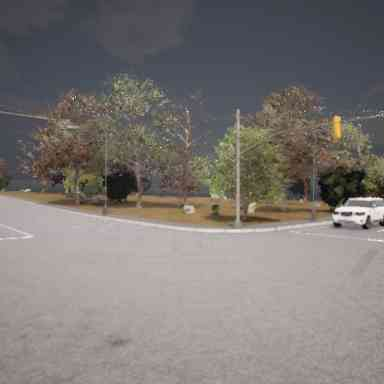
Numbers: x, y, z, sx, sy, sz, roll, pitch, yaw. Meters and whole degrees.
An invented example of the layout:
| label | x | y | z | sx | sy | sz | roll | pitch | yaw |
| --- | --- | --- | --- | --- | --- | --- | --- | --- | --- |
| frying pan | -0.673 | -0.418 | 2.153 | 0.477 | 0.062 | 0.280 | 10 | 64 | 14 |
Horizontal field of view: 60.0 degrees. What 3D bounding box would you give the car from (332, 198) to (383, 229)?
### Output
| label | x | y | z | sx | sy | sz | roll | pitch | yaw |
| --- | --- | --- | --- | --- | --- | --- | --- | --- | --- |
| car | 12.003 | 1.426 | 23.525 | 5.566 | 2.045 | 2.150 | 1 | -1 | -43 |
